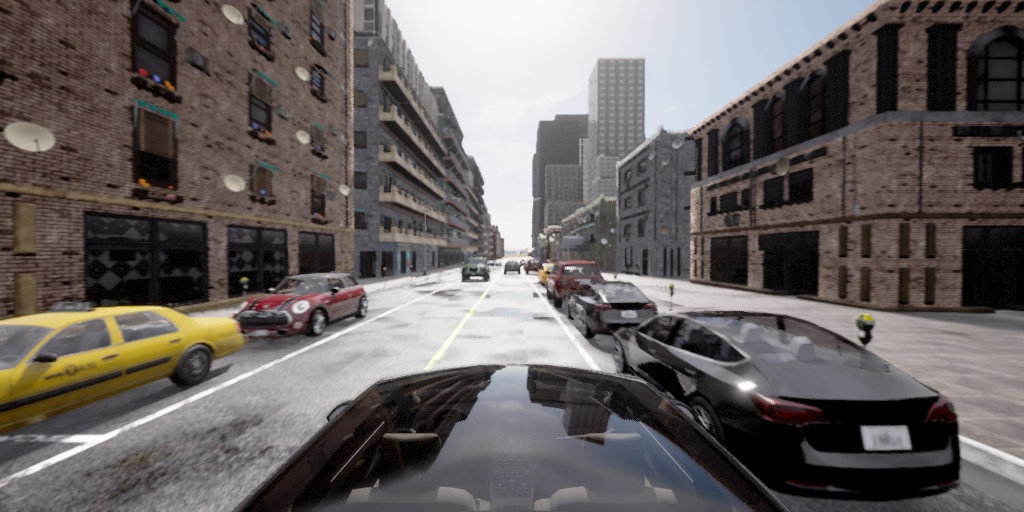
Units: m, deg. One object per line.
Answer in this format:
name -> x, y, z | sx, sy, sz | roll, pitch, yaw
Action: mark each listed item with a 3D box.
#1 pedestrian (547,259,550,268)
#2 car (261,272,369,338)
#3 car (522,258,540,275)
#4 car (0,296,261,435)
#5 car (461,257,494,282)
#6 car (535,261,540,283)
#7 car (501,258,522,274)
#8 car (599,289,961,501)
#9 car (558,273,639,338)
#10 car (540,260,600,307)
pedestrian -> 3.004, 1.180, 29.825 | 0.375, 1.860, 0.375 | -1, 1, 0
car -> -5.689, 1.232, 10.140 | 1.967, 1.591, 4.097 | 0, 0, 0
car -> 2.663, 1.265, 43.667 | 2.192, 1.841, 5.009 | 0, 0, 0
car -> -5.691, 1.290, 4.390 | 1.751, 1.417, 4.829 | 0, 0, 0
car -> -3.090, 1.118, 31.510 | 2.150, 2.045, 5.566 | 0, -1, 0
car -> 3.004, 1.350, 26.836 | 1.882, 1.535, 5.008 | 0, 0, 0
car -> 0.063, 1.313, 45.604 | 2.097, 1.767, 4.553 | 0, 0, 1
car -> 2.657, 1.330, 4.609 | 1.948, 1.339, 4.313 | 0, 0, 0
car -> 2.658, 1.358, 10.189 | 1.948, 1.339, 4.313 | 0, 0, 0
car -> 2.659, 1.134, 15.768 | 2.192, 1.841, 5.009 | 0, 0, 0
